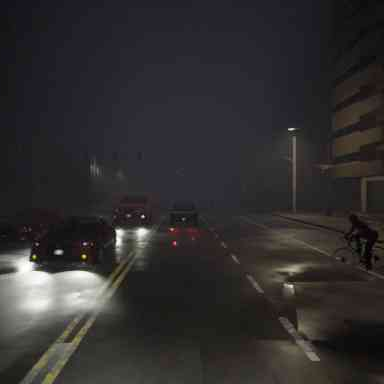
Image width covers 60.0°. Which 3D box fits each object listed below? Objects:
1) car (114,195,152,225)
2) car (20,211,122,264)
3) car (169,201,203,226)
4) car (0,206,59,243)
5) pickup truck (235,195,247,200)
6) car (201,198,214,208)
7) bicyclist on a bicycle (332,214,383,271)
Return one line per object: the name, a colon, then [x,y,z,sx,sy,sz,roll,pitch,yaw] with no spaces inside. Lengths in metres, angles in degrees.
car: [-4.250,1.223,24.685,2.150,2.045,5.566,0,0,-1]
car: [-3.917,1.564,11.633,1.994,1.385,4.181,0,0,-2]
car: [-0.580,1.491,23.198,2.128,1.511,4.902,0,0,-2]
car: [-7.533,1.477,15.695,1.882,1.535,5.008,0,0,-2]
pickup truck: [13.861,1.058,90.876,2.390,2.098,6.274,0,0,29]
car: [2.151,1.547,48.476,2.033,1.411,5.357,0,0,-3]
bicyclist on a bicycle: [4.802,1.451,9.534,1.656,1.620,0.582,-2,0,-2]
